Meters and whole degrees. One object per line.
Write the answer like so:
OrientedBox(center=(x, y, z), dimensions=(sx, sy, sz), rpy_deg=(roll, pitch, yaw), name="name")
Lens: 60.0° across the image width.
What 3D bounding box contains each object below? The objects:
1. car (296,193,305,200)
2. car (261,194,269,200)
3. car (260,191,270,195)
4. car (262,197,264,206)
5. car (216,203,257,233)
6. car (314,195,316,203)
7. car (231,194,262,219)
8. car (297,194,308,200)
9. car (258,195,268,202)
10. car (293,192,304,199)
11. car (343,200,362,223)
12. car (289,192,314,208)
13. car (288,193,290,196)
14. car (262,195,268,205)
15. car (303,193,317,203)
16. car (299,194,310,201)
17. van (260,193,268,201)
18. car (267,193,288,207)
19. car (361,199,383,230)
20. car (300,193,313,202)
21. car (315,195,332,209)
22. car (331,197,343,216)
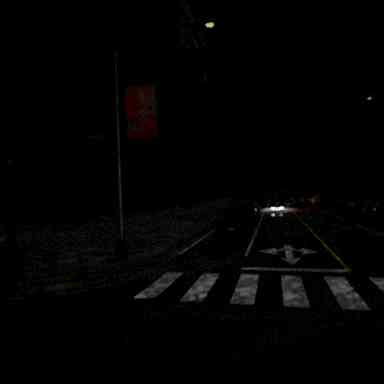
OrientedBox(center=(26.393, 1.087, 81.172), dimensions=(1.752, 1.417, 4.829), rpy_deg=(-2, 0, 14), name="car")
OrientedBox(center=(19.370, 1.256, 88.322), dimensions=(1.967, 1.590, 4.097), rpy_deg=(-2, 0, 14), name="car")
OrientedBox(center=(11.610, 1.223, 56.704), dimensions=(2.192, 1.841, 5.009), rpy_deg=(-2, 0, 14), name="car")
OrientedBox(center=(6.408, 1.506, 35.458), dimensions=(1.752, 1.417, 4.829), rpy_deg=(-2, 0, 14), name="car")
OrientedBox(center=(2.572, 1.605, 19.814), dimensions=(1.947, 1.339, 4.313), rpy_deg=(-2, 0, 14), name="car")
OrientedBox(center=(18.639, 1.180, 49.559), dimensions=(1.752, 1.417, 4.829), rpy_deg=(-2, 0, 14), name="car")
OrientedBox(center=(3.856, 1.334, 25.085), dimensions=(2.192, 1.841, 5.009), rpy_deg=(-2, 0, 14), name="car")
OrientedBox(center=(25.060, 1.127, 75.737), dimensions=(2.008, 1.369, 4.403), rpy_deg=(-2, 0, 14), name="car")
OrientedBox(center=(15.495, 1.406, 72.512), dimensions=(1.887, 1.381, 4.507), rpy_deg=(-2, 0, 14), name="car")
OrientedBox(center=(27.637, 0.861, 86.277), dimensions=(2.192, 1.841, 5.009), rpy_deg=(-2, 0, 14), name="car")
OrientedBox(center=(12.135, 1.190, 23.050), dimensions=(1.967, 1.590, 4.097), rpy_deg=(-2, 0, 14), name="car")
OrientedBox(center=(14.536, 1.113, 44.336), dimensions=(2.097, 1.767, 4.553), rpy_deg=(-2, 0, 14), name="car")
OrientedBox(center=(16.884, 1.294, 53.978), dimensions=(1.994, 1.385, 4.181), rpy_deg=(-2, 0, 14), name="car")
OrientedBox(center=(10.327, 1.507, 51.433), dimensions=(1.802, 1.307, 4.206), rpy_deg=(-2, 0, 14), name="car")
OrientedBox(center=(21.180, 1.063, 59.932), dimensions=(1.967, 1.590, 4.097), rpy_deg=(-2, 0, 14), name="car")
OrientedBox(center=(23.767, 1.136, 70.469), dimensions=(1.887, 1.381, 4.507), rpy_deg=(-2, 0, 14), name="car")
OrientedBox(center=(18.073, 1.172, 83.053), dimensions=(1.690, 1.788, 3.998), rpy_deg=(-2, 0, 14), name="van")
OrientedBox(center=(12.484, 1.336, 48.635), dimensions=(2.128, 1.511, 4.902), rpy_deg=(-2, 0, 14), name="car")
OrientedBox(center=(10.843, 1.210, 17.781), dimensions=(1.967, 1.590, 4.097), rpy_deg=(-2, 0, 14), name="car")
OrientedBox(center=(22.472, 1.047, 65.201), dimensions=(1.967, 1.590, 4.097), rpy_deg=(-2, 0, 14), name="car")
OrientedBox(center=(16.015, 1.236, 38.856), dimensions=(1.887, 1.381, 4.507), rpy_deg=(-2, 0, 14), name="car")
OrientedBox(center=(13.432, 1.312, 28.318), dimensions=(1.802, 1.307, 4.206), rpy_deg=(-2, 0, 14), name="car")
